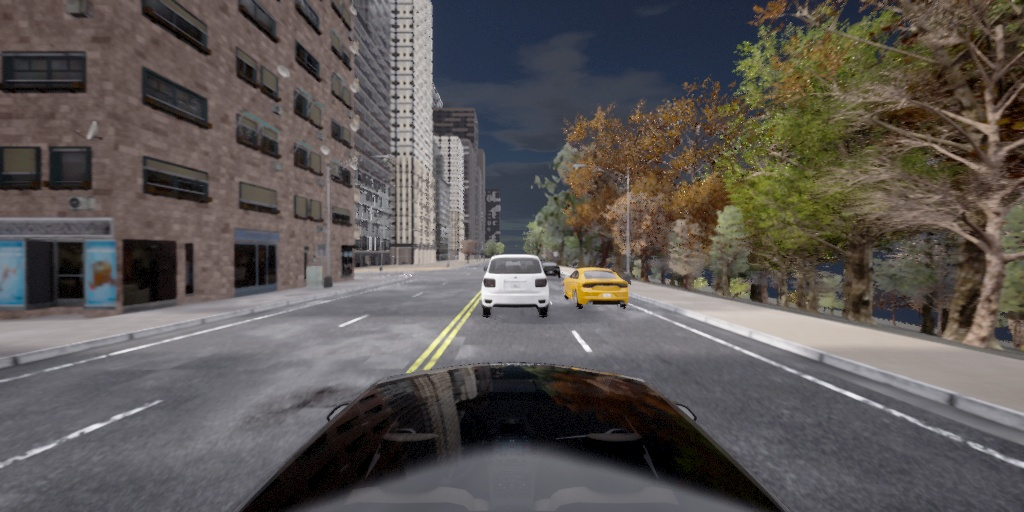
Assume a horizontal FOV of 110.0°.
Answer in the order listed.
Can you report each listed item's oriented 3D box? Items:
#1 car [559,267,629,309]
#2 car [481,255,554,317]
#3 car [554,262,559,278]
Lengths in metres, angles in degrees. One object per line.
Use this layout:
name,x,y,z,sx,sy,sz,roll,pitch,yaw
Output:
car,3.349,1.229,15.093,1.882,1.535,5.008,0,0,0
car,0.099,0.973,13.345,2.150,2.045,5.566,0,0,0
car,3.347,1.235,33.449,1.882,1.535,5.008,0,0,0
